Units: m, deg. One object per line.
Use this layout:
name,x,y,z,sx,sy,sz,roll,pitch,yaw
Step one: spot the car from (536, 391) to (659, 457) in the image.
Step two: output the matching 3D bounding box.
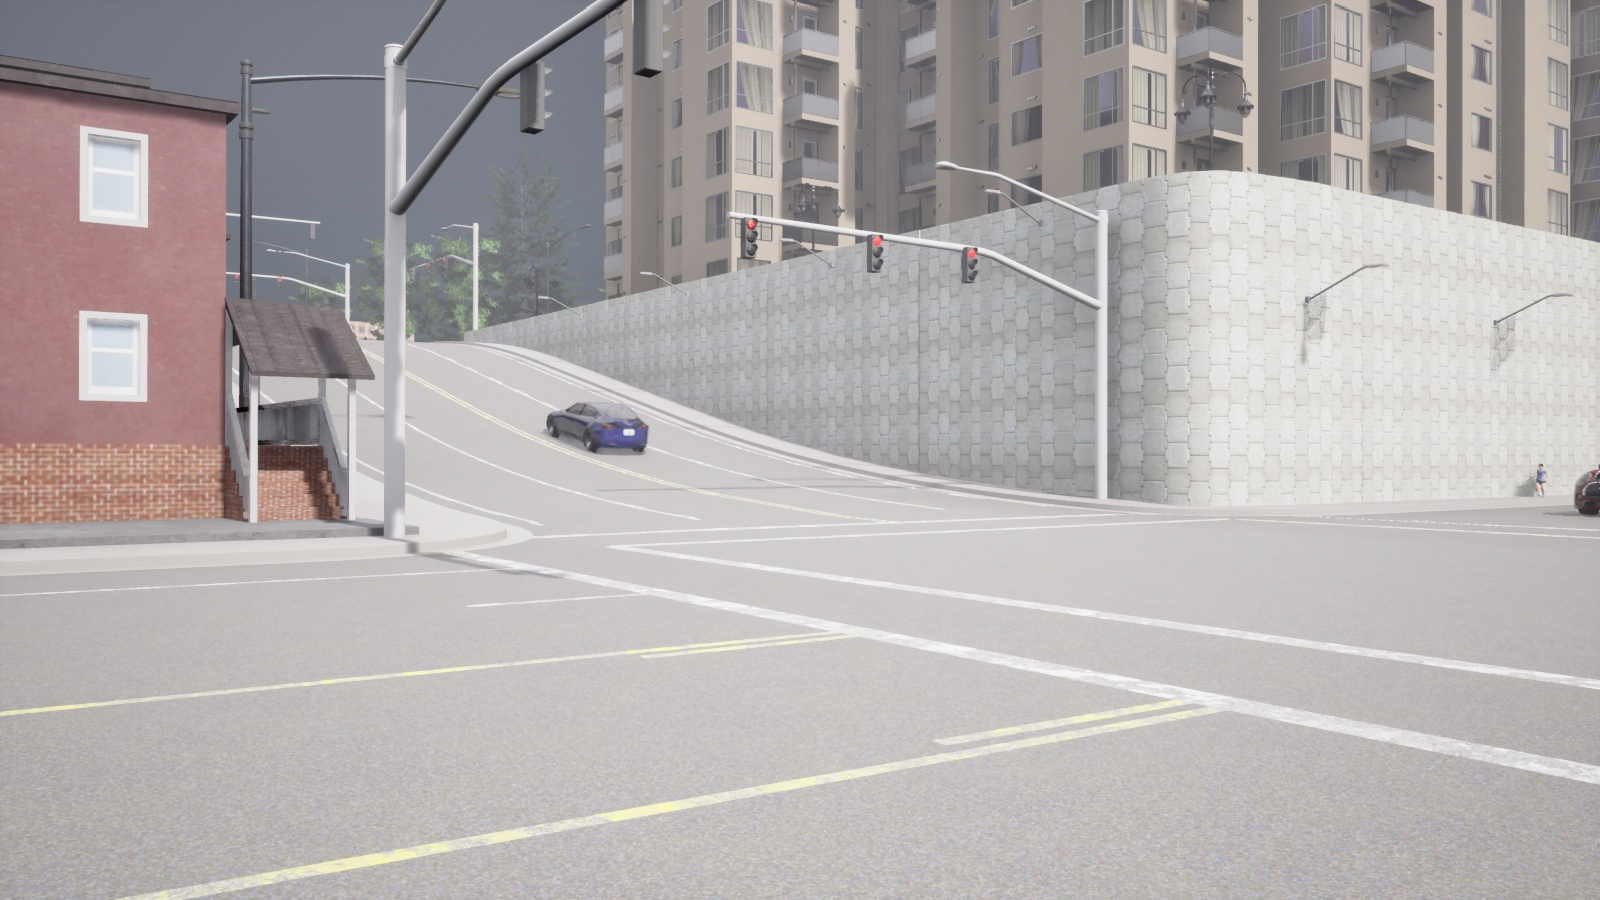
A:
car,-6.891,-0.911,42.255,2.163,1.488,4.792,0,10,-35

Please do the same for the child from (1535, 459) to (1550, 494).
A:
child,23.282,0.827,39.391,0.394,1.110,0.255,0,0,-34

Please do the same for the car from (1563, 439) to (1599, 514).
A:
car,20.892,0.635,30.726,4.553,1.767,2.097,0,0,-34
